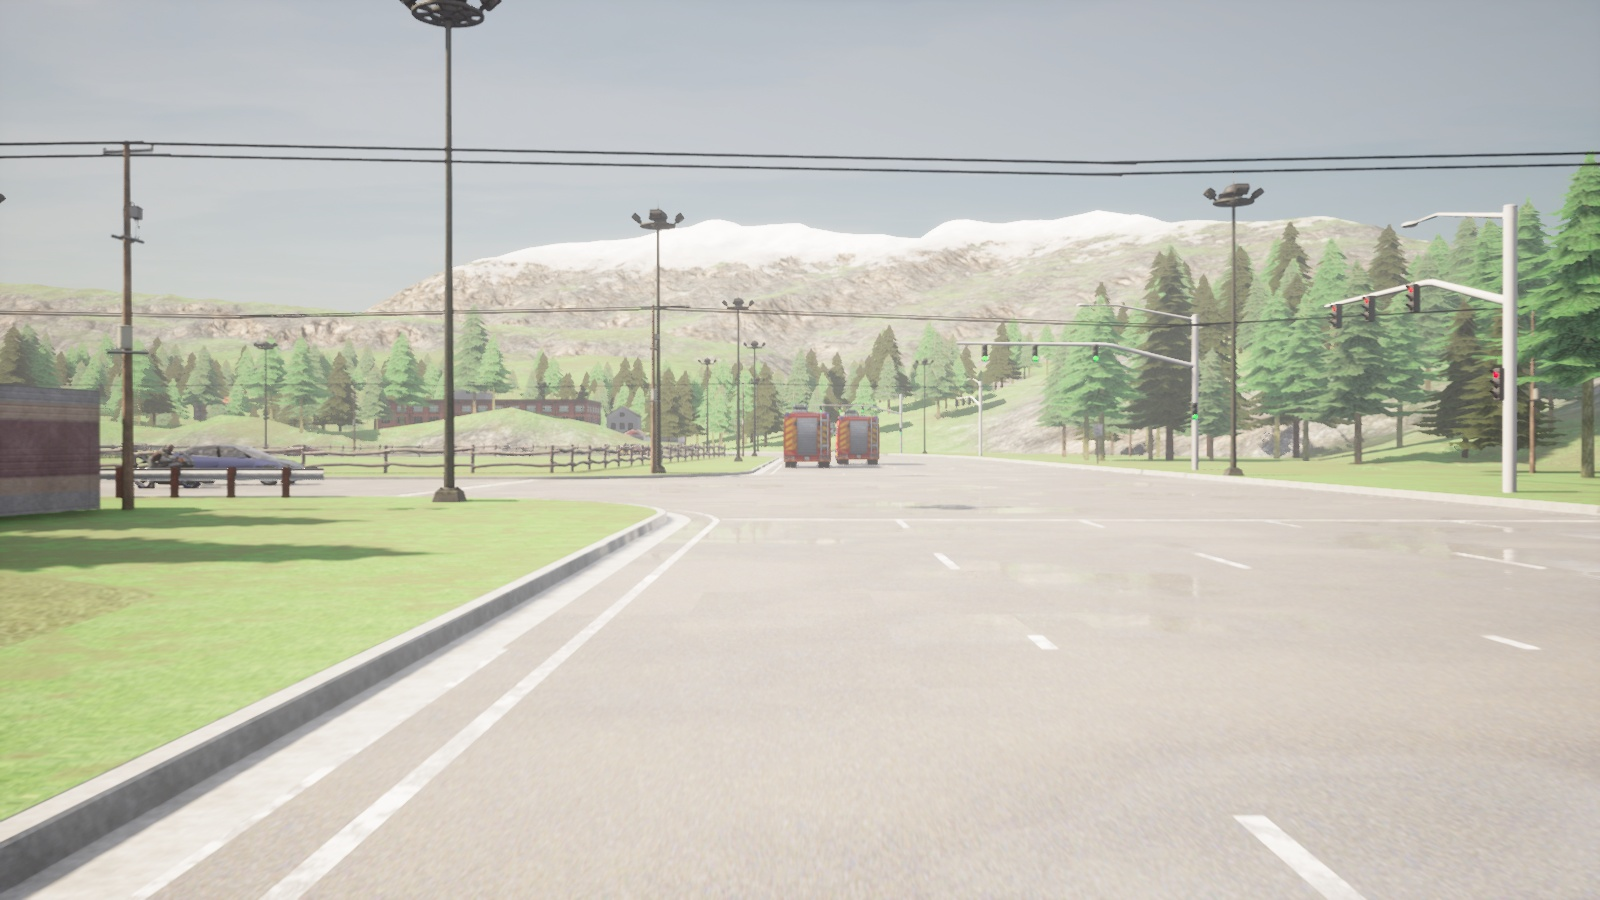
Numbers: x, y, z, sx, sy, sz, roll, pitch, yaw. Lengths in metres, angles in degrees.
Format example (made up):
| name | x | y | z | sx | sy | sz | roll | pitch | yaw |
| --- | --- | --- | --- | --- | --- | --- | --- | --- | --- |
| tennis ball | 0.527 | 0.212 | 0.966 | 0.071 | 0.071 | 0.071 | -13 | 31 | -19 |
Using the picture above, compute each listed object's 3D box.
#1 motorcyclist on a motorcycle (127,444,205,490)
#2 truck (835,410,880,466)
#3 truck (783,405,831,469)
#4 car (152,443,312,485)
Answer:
| name | x | y | z | sx | sy | sz | roll | pitch | yaw |
| --- | --- | --- | --- | --- | --- | --- | --- | --- | --- |
| motorcyclist on a motorcycle | -21.155 | 0.554 | 41.926 | 2.191 | 1.530 | 0.866 | 0 | 0 | 0 |
| truck | 4.037 | -0.868 | 90.049 | 2.891 | 3.827 | 8.468 | 0 | 0 | 0 |
| truck | 0.505 | -0.818 | 79.499 | 2.891 | 3.827 | 8.468 | 0 | 0 | 1 |
| car | -20.469 | 0.501 | 45.427 | 4.792 | 1.488 | 2.163 | 0 | 0 | 0 |
